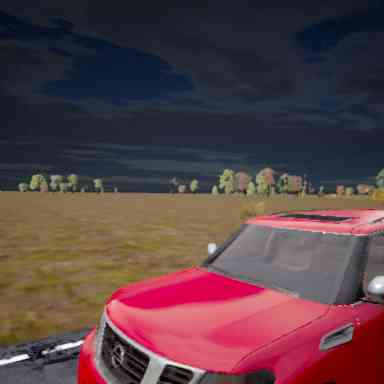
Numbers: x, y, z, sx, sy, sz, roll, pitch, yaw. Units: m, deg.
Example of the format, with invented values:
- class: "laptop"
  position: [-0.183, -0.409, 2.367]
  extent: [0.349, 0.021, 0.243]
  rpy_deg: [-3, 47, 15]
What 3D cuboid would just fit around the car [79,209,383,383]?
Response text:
- class: "car"
  position: [1.589, 1.271, 4.088]
  extent: [5.566, 2.045, 2.150]
  rpy_deg: [1, -1, -36]
